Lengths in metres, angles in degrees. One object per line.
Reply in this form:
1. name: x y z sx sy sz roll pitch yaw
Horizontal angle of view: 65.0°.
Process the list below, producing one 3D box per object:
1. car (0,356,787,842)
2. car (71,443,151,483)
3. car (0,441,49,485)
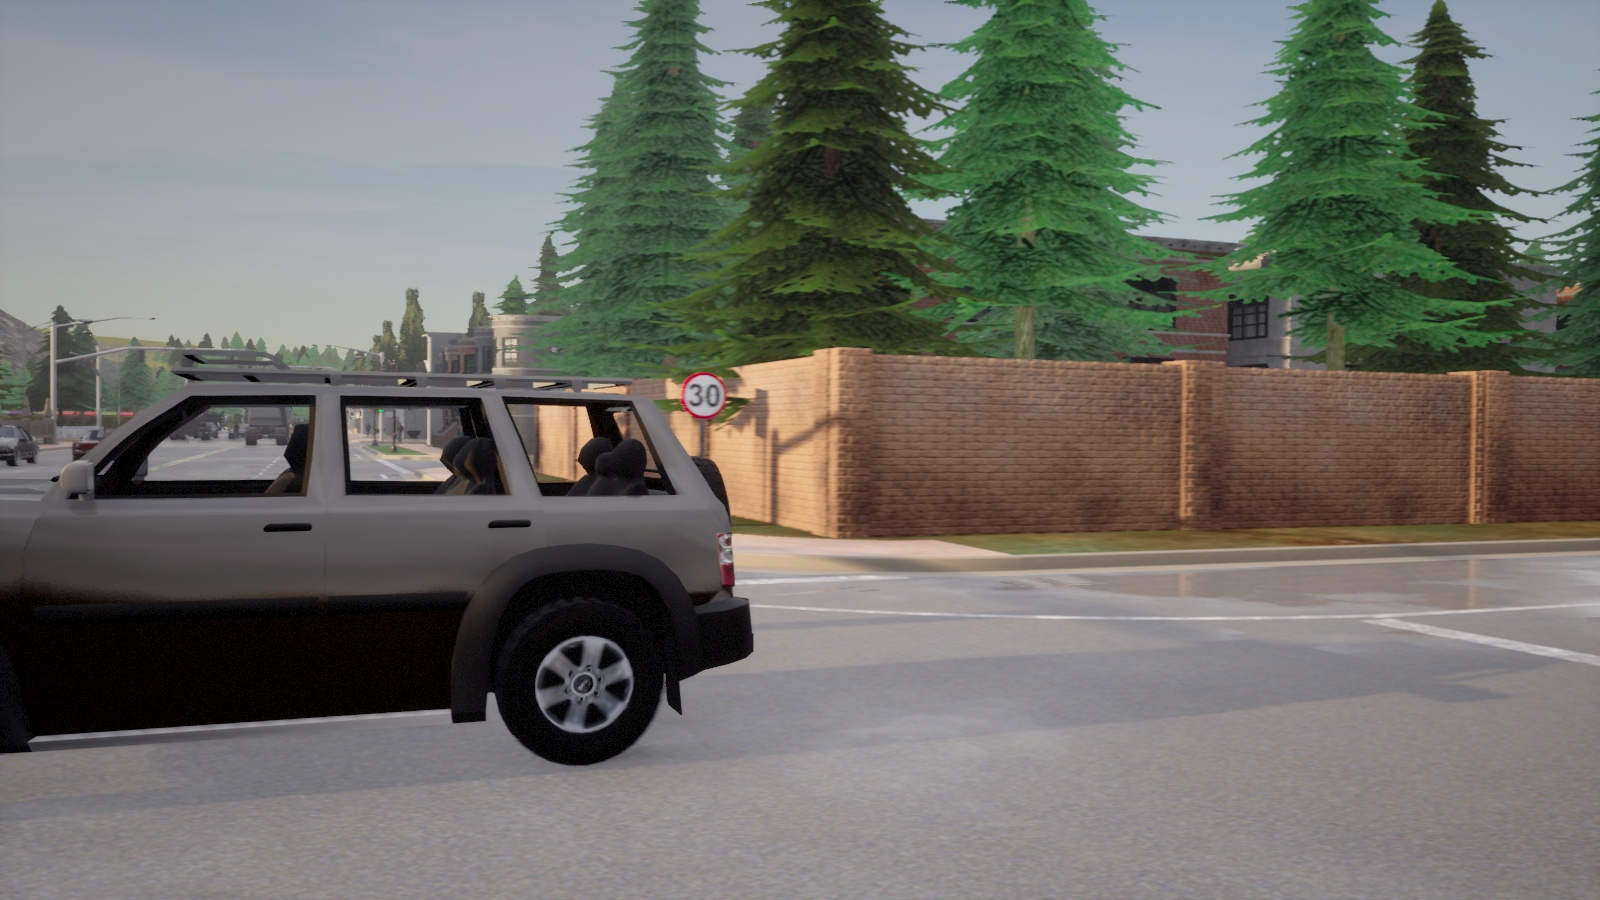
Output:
1. car: -2.567 0.545 6.006 4.605 1.855 1.932 -1 1 -21
2. car: -24.553 0.433 44.908 1.895 1.301 4.718 -1 1 -21
3. car: -27.852 0.435 43.733 2.033 1.411 5.357 -1 1 -21
